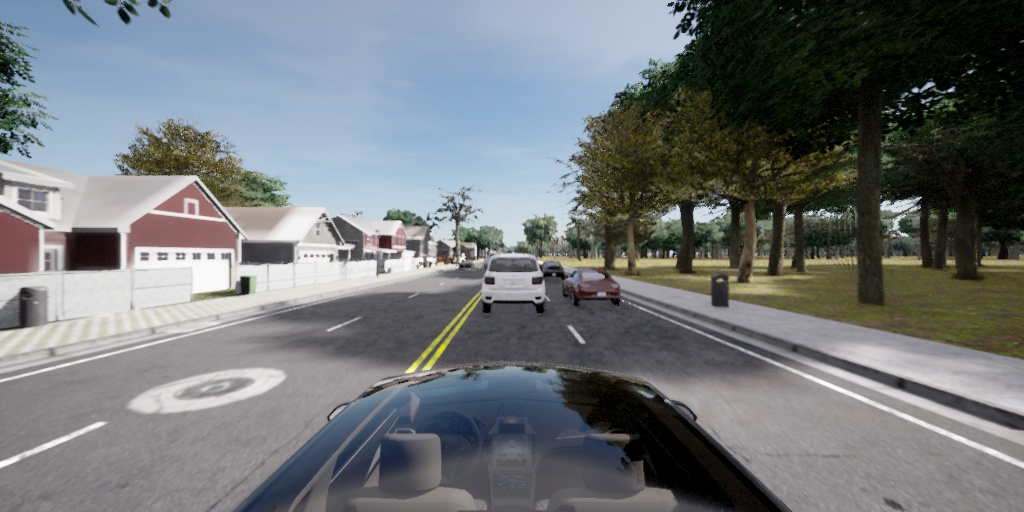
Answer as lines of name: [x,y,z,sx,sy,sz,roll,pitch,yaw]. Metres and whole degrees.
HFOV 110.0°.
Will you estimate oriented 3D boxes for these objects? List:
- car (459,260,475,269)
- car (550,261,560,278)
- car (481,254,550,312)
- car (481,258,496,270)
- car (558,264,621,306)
car: [-6.593,1.246,52.229,1.895,1.301,4.718,0,0,0]
car: [3.316,1.194,30.543,1.837,1.490,4.892,0,1,0]
car: [0.062,0.944,14.195,2.150,2.045,5.566,0,0,0]
car: [-3.343,1.123,52.047,1.882,1.535,5.008,0,0,0]
car: [3.321,1.243,15.519,1.812,1.442,4.674,0,0,0]
